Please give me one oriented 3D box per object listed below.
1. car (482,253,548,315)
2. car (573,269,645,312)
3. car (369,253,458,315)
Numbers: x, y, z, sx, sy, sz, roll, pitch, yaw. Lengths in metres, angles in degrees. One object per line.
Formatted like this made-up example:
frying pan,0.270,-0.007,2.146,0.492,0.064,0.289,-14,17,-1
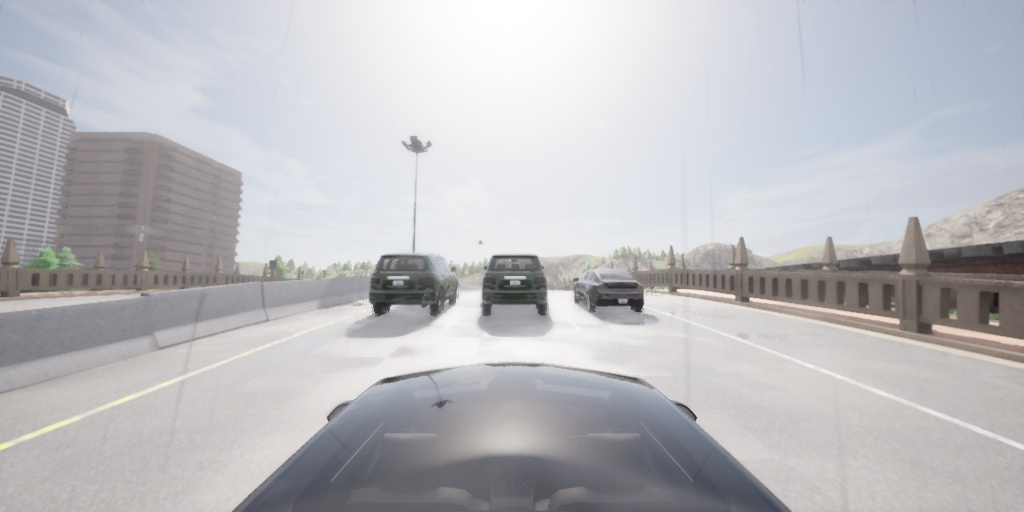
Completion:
car,0.088,0.967,13.526,2.150,2.045,5.566,0,-1,0
car,3.589,1.260,14.008,1.837,1.490,4.892,0,-1,0
car,-3.411,0.965,13.425,2.150,2.045,5.566,0,-1,0
